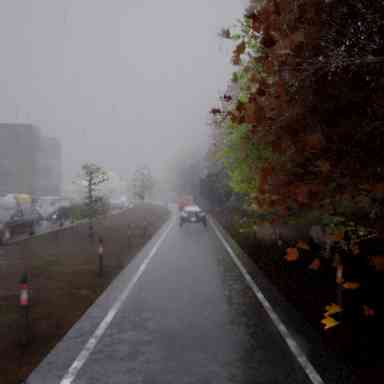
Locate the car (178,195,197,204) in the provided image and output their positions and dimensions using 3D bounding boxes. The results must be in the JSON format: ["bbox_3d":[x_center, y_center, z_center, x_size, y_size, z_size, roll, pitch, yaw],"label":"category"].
[{"bbox_3d":[-0.523,1.403,40.954,2.150,2.045,5.566,0,0,-5],"label":"car"}]

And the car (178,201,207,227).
[{"bbox_3d":[0.089,1.645,24.026,1.812,1.442,4.674,0,0,0],"label":"car"}]

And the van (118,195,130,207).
[{"bbox_3d":[-11.120,1.454,54.705,1.878,1.987,4.442,1,-2,-10],"label":"van"}]

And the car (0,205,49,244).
[{"bbox_3d":[-9.084,1.534,16.010,2.163,1.488,4.792,0,-1,-2],"label":"car"}]

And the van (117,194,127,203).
[{"bbox_3d":[-16.050,1.619,76.493,1.878,1.987,4.442,1,-2,-16],"label":"van"}]

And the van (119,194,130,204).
[{"bbox_3d":[-14.521,1.562,71.115,1.878,1.987,4.442,1,-2,-16],"label":"van"}]

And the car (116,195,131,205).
[{"bbox_3d":[-10.407,1.409,49.248,2.435,2.045,5.566,1,-1,-9],"label":"car"}]

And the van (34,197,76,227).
[{"bbox_3d":[-9.096,1.312,22.524,1.878,1.987,4.442,0,-1,-3],"label":"van"}]

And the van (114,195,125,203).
[{"bbox_3d":[-17.763,1.687,81.818,1.878,1.987,4.442,2,-2,-21],"label":"van"}]

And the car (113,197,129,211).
[{"bbox_3d":[-9.881,1.678,43.710,2.002,1.452,4.674,1,-1,-5],"label":"car"}]

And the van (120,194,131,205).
[{"bbox_3d":[-13.171,1.516,65.701,1.878,1.987,4.442,1,-2,-15],"label":"van"}]
